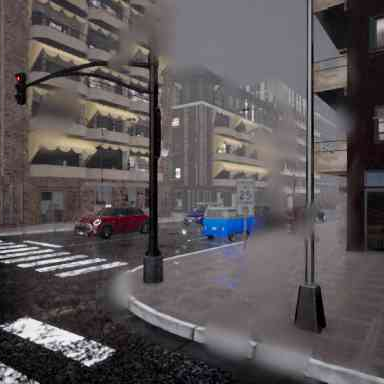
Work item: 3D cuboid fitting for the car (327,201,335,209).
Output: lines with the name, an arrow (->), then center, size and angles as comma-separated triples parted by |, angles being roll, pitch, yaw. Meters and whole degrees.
car -> 27.369, 2.729, 68.819 | 2.192, 1.841, 5.009 | -1, -2, 35

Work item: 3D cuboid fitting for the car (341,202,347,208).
car -> 40.118, 3.376, 86.733 | 1.752, 1.417, 4.829 | -1, -2, 35

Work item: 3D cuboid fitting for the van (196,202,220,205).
van -> 1.681, 1.903, 32.709 | 1.690, 1.788, 3.998 | -1, -2, 35

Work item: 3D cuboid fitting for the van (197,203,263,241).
van -> 2.229, 1.704, 18.787 | 1.690, 1.788, 3.998 | -1, -2, 35

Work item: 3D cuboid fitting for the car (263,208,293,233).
car -> 5.303, 2.035, 23.394 | 1.947, 1.339, 4.313 | -1, -2, 35

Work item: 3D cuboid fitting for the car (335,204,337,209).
car -> 30.581, 3.064, 73.327 | 1.887, 1.381, 4.507 | -1, -2, 35

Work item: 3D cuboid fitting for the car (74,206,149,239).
car -> -4.549, 1.639, 19.411 | 2.097, 1.767, 4.553 | 0, -1, 35

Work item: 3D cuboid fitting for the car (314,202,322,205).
car -> 13.344, 2.306, 39.085 | 1.837, 1.490, 4.892 | 0, -1, 35

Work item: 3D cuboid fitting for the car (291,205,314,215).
car -> 16.182, 2.575, 48.424 | 1.895, 1.301, 4.718 | 0, -1, 35

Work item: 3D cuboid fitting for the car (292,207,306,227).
car -> 8.513, 2.158, 27.907 | 1.802, 1.307, 4.206 | -1, -2, 35

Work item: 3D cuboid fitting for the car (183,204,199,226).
car -> 1.204, 2.005, 27.535 | 1.812, 1.442, 4.674 | 0, -1, 35

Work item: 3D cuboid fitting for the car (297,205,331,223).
car -> 11.725, 2.233, 32.422 | 2.008, 1.369, 4.403 | -1, -2, 35

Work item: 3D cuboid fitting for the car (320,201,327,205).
car -> 24.159, 2.889, 64.299 | 1.802, 1.307, 4.206 | -1, -2, 35

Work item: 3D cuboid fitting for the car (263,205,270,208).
car -> 7.184, 2.182, 35.932 | 1.837, 1.490, 4.892 | 0, -1, 35
